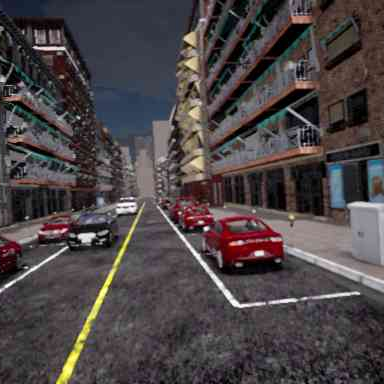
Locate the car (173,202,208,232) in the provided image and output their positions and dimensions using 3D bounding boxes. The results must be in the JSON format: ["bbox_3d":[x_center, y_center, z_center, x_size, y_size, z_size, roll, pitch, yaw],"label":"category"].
[{"bbox_3d":[0.181,1.522,20.159,1.887,1.381,4.507,-4,0,-7],"label":"car"}]

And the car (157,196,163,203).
[{"bbox_3d":[-4.225,1.802,53.857,1.887,1.381,4.507,-4,0,-7],"label":"car"}]

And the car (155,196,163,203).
[{"bbox_3d":[-9.335,2.036,93.176,1.967,1.590,4.097,-4,0,-7],"label":"car"}]

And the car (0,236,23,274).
[{"bbox_3d":[-6.343,1.982,9.668,1.802,1.307,4.206,-4,0,-7],"label":"car"}]

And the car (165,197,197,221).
[{"bbox_3d":[-0.571,1.339,25.775,2.192,1.841,5.009,-4,0,-7],"label":"car"}]

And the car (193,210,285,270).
[{"bbox_3d":[1.419,1.447,10.689,1.887,1.381,4.507,-4,0,-7],"label":"car"}]

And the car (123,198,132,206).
[{"bbox_3d":[-15.699,2.439,81.151,1.967,1.590,4.097,-4,0,-7],"label":"car"}]

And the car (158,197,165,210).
[{"bbox_3d":[-3.489,1.775,48.240,1.947,1.339,4.313,-4,0,-7],"label":"car"}]

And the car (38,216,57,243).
[{"bbox_3d":[-7.630,2.060,19.515,1.802,1.307,4.206,-4,0,-7],"label":"car"}]

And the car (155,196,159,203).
[{"bbox_3d":[-5.693,1.904,65.090,2.008,1.369,4.403,-4,0,-7],"label":"car"}]

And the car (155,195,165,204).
[{"bbox_3d":[-7.892,1.813,81.941,2.192,1.841,5.009,-4,0,-7],"label":"car"}]

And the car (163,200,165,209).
[{"bbox_3d":[-1.288,1.620,31.391,2.008,1.369,4.403,-4,0,-7],"label":"car"}]

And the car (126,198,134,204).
[{"bbox_3d":[-17.164,2.538,92.359,1.967,1.590,4.097,-4,0,-7],"label":"car"}]

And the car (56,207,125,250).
[{"bbox_3d":[-4.731,1.785,16.339,2.128,1.511,4.902,-4,0,-7],"label":"car"}]

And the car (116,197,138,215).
[{"bbox_3d":[-7.694,1.696,39.618,2.150,2.045,5.566,-4,0,-7],"label":"car"}]
